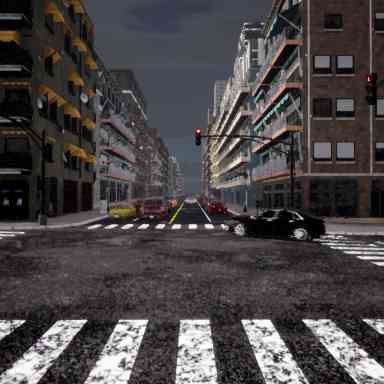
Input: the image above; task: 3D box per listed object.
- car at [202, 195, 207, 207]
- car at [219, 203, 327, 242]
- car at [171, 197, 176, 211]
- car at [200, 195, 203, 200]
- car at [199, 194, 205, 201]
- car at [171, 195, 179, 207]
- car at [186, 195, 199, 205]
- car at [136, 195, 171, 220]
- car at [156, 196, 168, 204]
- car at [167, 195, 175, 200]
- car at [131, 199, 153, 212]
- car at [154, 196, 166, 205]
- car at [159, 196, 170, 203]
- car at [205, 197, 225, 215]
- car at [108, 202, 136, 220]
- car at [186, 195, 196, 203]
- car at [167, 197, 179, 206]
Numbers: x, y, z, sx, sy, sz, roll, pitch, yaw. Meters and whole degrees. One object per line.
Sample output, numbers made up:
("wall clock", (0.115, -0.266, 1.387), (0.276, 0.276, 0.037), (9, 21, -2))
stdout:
("car", (2.568, 1.451, 39.093), (1.967, 1.590, 4.097), (1, 0, 0))
("car", (4.127, 1.535, 16.679), (4.892, 1.490, 1.837), (2, 2, 25))
("car", (-3.227, 1.558, 37.608), (2.033, 1.411, 5.357), (0, 0, 0))
("car", (2.530, 1.597, 50.140), (1.802, 1.307, 4.206), (1, 0, 0))
("car", (2.726, 1.382, 81.883), (2.097, 1.767, 4.553), (0, 0, 0))
("car", (-3.249, 1.366, 47.397), (2.097, 1.767, 4.553), (0, 0, 0))
("car", (-0.199, 1.620, 59.851), (1.895, 1.301, 4.718), (0, 0, 0))
("car", (-3.168, 1.359, 28.116), (2.097, 1.767, 4.553), (0, 0, -1))
("car", (-5.906, 1.573, 66.697), (2.008, 1.369, 4.403), (1, 0, 0))
("car", (-5.998, 1.589, 94.313), (2.008, 1.369, 4.403), (1, 0, 0))
("car", (-5.814, 1.555, 39.079), (1.887, 1.381, 4.507), (1, 0, 0))
("car", (-5.887, 1.545, 61.003), (1.752, 1.417, 4.829), (1, 0, 0))
("car", (-5.925, 1.570, 72.220), (1.887, 1.381, 4.507), (1, 0, 0))
("car", (2.586, 1.554, 33.570), (1.887, 1.381, 4.507), (1, 0, 0))
("car", (-5.776, 1.532, 27.862), (1.752, 1.417, 4.829), (1, 0, 0))
("car", (-0.233, 1.480, 69.828), (2.128, 1.511, 4.902), (0, 0, 0))
("car", (-3.253, 1.619, 57.256), (1.895, 1.301, 4.718), (0, 0, 0))
